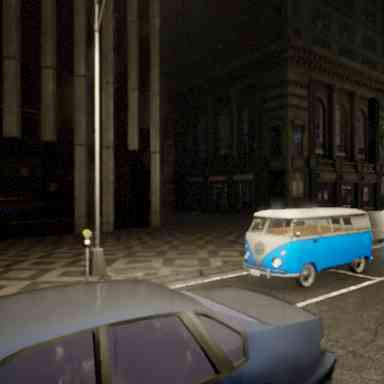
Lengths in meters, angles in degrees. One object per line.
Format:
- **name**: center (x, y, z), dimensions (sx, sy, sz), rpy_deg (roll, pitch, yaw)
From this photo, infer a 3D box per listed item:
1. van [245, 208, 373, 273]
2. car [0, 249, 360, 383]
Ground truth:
- **van**: center (3.173, 1.339, 8.916), dimensions (3.998, 1.788, 1.690), rpy_deg (0, 0, -36)
- **car**: center (-1.074, 1.547, 2.587), dimensions (5.357, 1.411, 2.033), rpy_deg (0, 0, -35)
